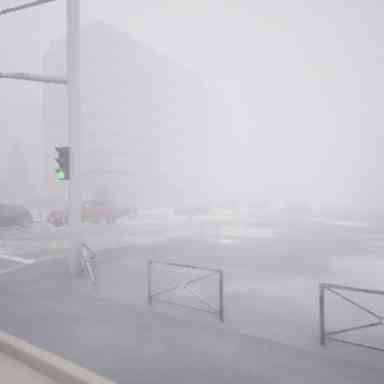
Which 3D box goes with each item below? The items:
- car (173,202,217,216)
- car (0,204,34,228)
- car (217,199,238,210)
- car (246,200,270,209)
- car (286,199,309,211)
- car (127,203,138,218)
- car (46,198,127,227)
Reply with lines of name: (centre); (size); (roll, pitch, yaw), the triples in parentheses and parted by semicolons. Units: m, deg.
car: (0.198, 1.776, 35.810); (2.033, 1.411, 5.357); (-1, 0, 34)
car: (-13.261, 1.628, 22.386); (2.097, 1.767, 4.553); (-1, 0, 34)
car: (5.139, 1.772, 49.089); (1.837, 1.490, 4.892); (-1, -1, 35)
car: (9.927, 1.823, 49.825); (1.895, 1.301, 4.718); (-1, 0, 35)
car: (13.677, 1.734, 42.909); (1.837, 1.490, 4.892); (-1, -1, 34)
car: (-7.229, 1.763, 31.174); (2.128, 1.511, 4.902); (-1, 0, 34)
car: (-7.707, 1.454, 24.300); (2.150, 2.045, 5.566); (-1, 0, 34)
